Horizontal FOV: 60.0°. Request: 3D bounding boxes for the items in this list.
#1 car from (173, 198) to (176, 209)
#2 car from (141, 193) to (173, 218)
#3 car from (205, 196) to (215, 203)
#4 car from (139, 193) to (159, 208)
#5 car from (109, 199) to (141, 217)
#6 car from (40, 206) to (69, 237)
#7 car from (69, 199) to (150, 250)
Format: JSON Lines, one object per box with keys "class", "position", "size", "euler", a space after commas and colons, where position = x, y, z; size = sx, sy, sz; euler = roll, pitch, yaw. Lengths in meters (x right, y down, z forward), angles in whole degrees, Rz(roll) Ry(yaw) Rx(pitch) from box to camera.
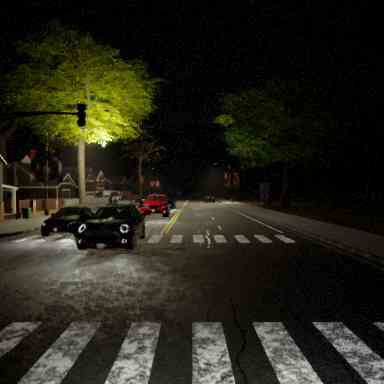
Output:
{"class": "car", "position": [-3.117, 1.494, 43.950], "size": [1.837, 1.490, 4.892], "euler": [0, 1, 0]}
{"class": "car", "position": [-3.194, 1.214, 30.298], "size": [2.150, 2.045, 5.566], "euler": [0, 0, 0]}
{"class": "car", "position": [3.687, 1.503, 67.625], "size": [1.837, 1.490, 4.892], "euler": [0, 0, 1]}
{"class": "car", "position": [-6.323, 1.210, 49.555], "size": [2.150, 2.045, 5.566], "euler": [0, 0, 1]}
{"class": "car", "position": [-6.435, 1.480, 32.603], "size": [2.128, 1.511, 4.902], "euler": [0, 0, 0]}
{"class": "car", "position": [-6.507, 1.519, 18.197], "size": [1.812, 1.442, 4.674], "euler": [0, 0, 0]}
{"class": "car", "position": [-3.279, 1.346, 14.221], "size": [2.097, 1.767, 4.553], "euler": [0, 0, 0]}
